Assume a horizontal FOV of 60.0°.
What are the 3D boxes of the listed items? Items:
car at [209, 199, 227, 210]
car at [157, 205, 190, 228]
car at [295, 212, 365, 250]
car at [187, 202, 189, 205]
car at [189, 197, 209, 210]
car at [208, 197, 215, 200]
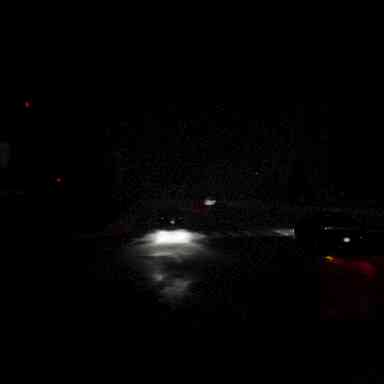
[{"bbox_3d":[4.906,2.444,59.585,2.033,1.411,5.357,-1,-1,-7],"label":"car"},{"bbox_3d":[-1.652,1.934,26.178,2.128,1.511,4.902,-1,-1,-6],"label":"car"},{"bbox_3d":[6.118,1.670,15.287,2.128,1.511,4.902,-1,-1,3],"label":"car"},{"bbox_3d":[0.210,2.342,69.049,2.097,1.767,4.553,-1,-1,-7],"label":"car"},{"bbox_3d":[1.282,2.304,60.361,2.097,1.767,4.553,-1,-1,-7],"label":"car"},{"bbox_3d":[3.674,2.125,69.541,2.150,2.045,5.566,-1,-1,-7],"label":"car"}]
